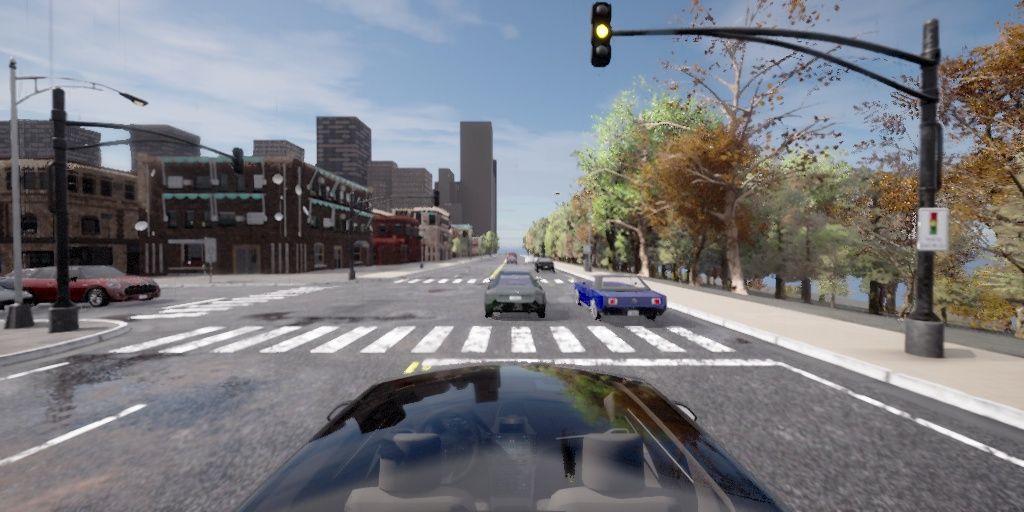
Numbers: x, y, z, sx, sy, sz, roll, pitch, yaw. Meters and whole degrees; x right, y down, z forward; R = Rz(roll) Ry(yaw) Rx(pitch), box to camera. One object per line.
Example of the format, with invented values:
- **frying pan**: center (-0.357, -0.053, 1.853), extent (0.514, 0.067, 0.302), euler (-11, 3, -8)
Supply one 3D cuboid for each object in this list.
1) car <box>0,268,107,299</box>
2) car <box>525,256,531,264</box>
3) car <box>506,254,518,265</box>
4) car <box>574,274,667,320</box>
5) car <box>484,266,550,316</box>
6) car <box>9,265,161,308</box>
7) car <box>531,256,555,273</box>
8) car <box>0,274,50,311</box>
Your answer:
- **car**: center (-24.316, 1.412, 18.647), extent (4.181, 1.385, 1.994), euler (-1, 1, 0)
- **car**: center (3.262, 0.727, 64.453), extent (1.812, 1.442, 4.674), euler (0, 1, 0)
- **car**: center (0.002, 0.763, 62.761), extent (2.033, 1.411, 5.357), euler (0, 1, 0)
- **car**: center (3.350, 1.262, 12.097), extent (1.895, 1.301, 4.718), euler (0, 1, 0)
- **car**: center (0.100, 1.219, 12.817), extent (1.994, 1.385, 4.181), euler (0, 1, 0)
- **car**: center (-18.030, 1.187, 15.407), extent (4.553, 1.767, 2.097), euler (-1, 1, 2)
- **car**: center (3.353, 0.912, 37.957), extent (1.882, 1.535, 5.008), euler (0, 0, 0)
- **car**: center (-19.947, 1.472, 12.768), extent (4.313, 1.339, 1.948), euler (0, 0, 0)
